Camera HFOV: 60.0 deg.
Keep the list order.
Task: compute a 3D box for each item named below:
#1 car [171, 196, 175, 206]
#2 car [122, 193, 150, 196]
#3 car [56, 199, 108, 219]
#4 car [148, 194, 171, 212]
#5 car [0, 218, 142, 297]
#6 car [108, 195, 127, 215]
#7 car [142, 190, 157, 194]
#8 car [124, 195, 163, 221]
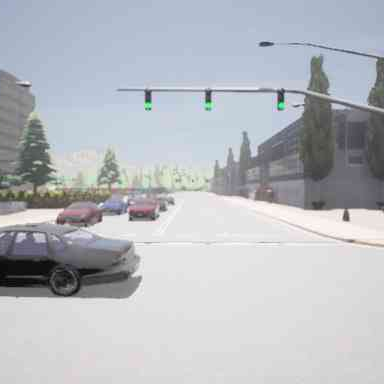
[{"bbox_3d":[-3.505,1.198,47.551,1.994,1.385,4.181,0,0,1],"label":"car"},{"bbox_3d":[-7.033,1.171,41.753,2.128,1.511,4.902,0,0,0],"label":"car"},{"bbox_3d":[-7.072,1.361,21.401,1.812,1.442,4.674,0,0,0],"label":"car"},{"bbox_3d":[-3.551,1.236,34.878,1.837,1.490,4.892,0,0,0],"label":"car"},{"bbox_3d":[-3.942,1.487,7.825,5.357,1.411,2.033,0,0,3],"label":"car"},{"bbox_3d":[-7.058,1.292,30.306,1.812,1.442,4.674,0,0,0],"label":"car"},{"bbox_3d":[-6.927,0.929,57.595,2.097,1.767,4.553,0,0,0],"label":"car"},{"bbox_3d":[-3.566,1.282,25.383,1.882,1.535,5.008,0,0,0],"label":"car"}]
